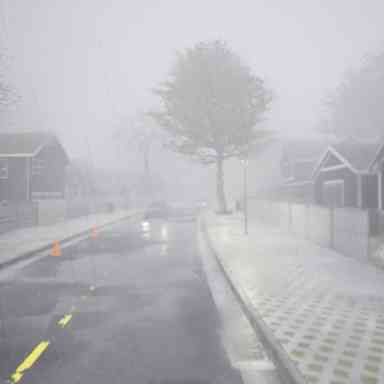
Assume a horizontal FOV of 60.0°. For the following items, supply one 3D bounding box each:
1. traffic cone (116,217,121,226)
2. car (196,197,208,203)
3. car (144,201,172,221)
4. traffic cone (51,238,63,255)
[{"bbox_3d":[-4.952,1.978,22.226,0.340,0.580,0.340,0,0,1],"label":"traffic cone"},{"bbox_3d":[2.249,1.688,72.006,1.895,1.301,4.718,-1,0,13],"label":"car"},{"bbox_3d":[-2.771,1.514,27.616,1.837,1.490,4.892,-1,0,3],"label":"car"},{"bbox_3d":[-4.938,1.979,12.123,0.340,0.580,0.340,0,0,-1],"label":"traffic cone"}]
